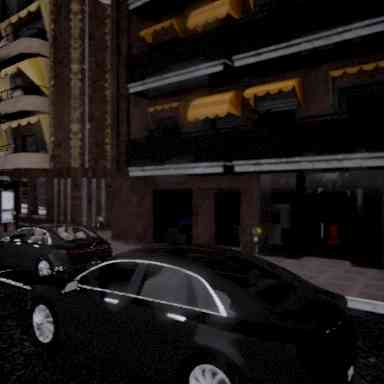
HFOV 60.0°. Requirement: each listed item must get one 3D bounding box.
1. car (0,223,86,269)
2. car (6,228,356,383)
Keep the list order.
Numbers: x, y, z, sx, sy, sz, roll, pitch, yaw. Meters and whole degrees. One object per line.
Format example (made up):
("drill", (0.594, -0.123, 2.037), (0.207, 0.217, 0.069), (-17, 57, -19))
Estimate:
("car", (-4.172, 1.564, 9.547), (4.403, 1.369, 2.008), (0, 0, 36))
("car", (-0.430, 1.513, 4.667), (4.892, 1.490, 1.837), (0, 0, 36))
